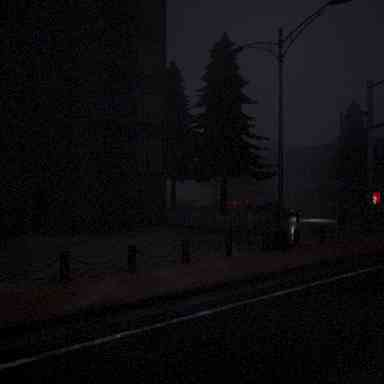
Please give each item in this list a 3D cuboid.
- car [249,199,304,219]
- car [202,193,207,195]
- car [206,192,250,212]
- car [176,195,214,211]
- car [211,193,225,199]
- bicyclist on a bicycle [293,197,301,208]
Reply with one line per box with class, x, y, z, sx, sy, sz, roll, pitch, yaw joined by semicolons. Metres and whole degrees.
car;7.616;1.541;29.505;1.812;1.442;4.674;0;0;-38
car;5.304;1.113;92.476;1.932;1.855;4.605;0;0;-37
car;4.624;1.236;39.573;2.150;2.045;5.566;0;0;-37
car;0.018;1.493;39.563;1.882;1.535;5.008;0;0;-37
car;7.394;1.092;94.536;1.905;1.878;3.866;0;0;-37
bicyclist on a bicycle;11.559;1.316;36.665;1.656;1.620;0.582;0;0;-37
